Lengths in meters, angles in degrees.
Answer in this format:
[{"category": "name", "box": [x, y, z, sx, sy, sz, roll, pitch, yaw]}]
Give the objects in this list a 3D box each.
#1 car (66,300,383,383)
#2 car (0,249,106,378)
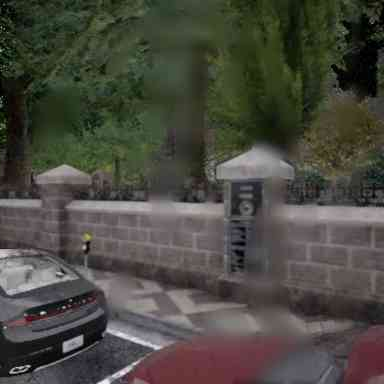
[{"category": "car", "box": [1.300, 1.586, 2.025, 4.206, 1.307, 1.802, 0, 0, 36]}, {"category": "car", "box": [-3.191, 1.583, 5.244, 4.403, 1.369, 2.008, 0, 0, 36]}]
